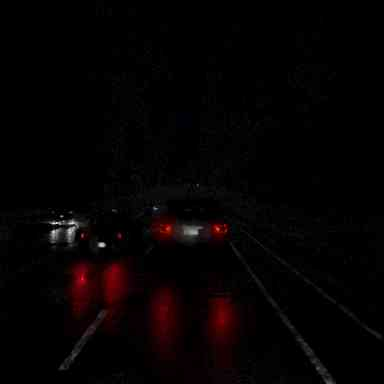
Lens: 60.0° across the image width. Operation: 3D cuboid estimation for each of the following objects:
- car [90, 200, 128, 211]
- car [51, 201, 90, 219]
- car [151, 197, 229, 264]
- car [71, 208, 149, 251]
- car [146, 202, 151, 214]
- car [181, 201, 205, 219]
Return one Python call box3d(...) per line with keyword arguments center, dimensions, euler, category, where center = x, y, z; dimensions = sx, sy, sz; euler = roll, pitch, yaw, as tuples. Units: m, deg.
box3d(center=(-6.593, 1.374, 27.646), dimensions=(1.882, 1.535, 5.008), euler=(0, 0, 0), category="car")
box3d(center=(-9.844, 1.443, 27.762), dimensions=(2.033, 1.411, 5.357), euler=(0, 0, 0), category="car")
box3d(center=(0.078, 1.181, 11.827), dimensions=(2.150, 2.045, 5.566), euler=(0, 0, 1), category="car")
box3d(center=(-3.164, 1.552, 13.913), dimensions=(1.895, 1.301, 4.718), euler=(0, 0, 0), category="car")
box3d(center=(-3.156, 1.440, 31.046), dimensions=(1.994, 1.385, 4.181), euler=(0, 0, 0), category="car")
box3d(center=(0.090, 1.490, 28.863), dimensions=(1.895, 1.301, 4.718), euler=(0, 0, 0), category="car")
